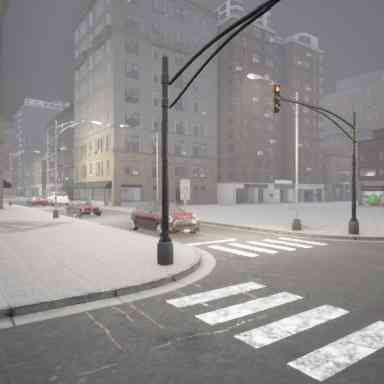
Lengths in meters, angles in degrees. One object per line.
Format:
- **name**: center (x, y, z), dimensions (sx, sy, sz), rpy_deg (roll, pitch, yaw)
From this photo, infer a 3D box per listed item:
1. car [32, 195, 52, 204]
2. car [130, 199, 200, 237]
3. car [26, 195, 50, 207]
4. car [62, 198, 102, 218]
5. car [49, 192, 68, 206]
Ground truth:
- **car**: center (-25.515, 1.270, 56.491), dimensions (2.033, 1.411, 5.357), rpy_deg (0, 0, -35)
- **car**: center (-1.548, 1.280, 17.880), dimensions (2.097, 1.767, 4.553), rpy_deg (0, 0, -36)
- **car**: center (-21.525, 1.370, 45.981), dimensions (1.895, 1.301, 4.718), rpy_deg (0, 0, -35)
- **car**: center (-9.417, 1.465, 28.876), dimensions (1.895, 1.301, 4.718), rpy_deg (0, 0, -36)
- **car**: center (-19.536, 0.989, 48.131), dimensions (2.150, 2.045, 5.566), rpy_deg (0, 0, -36)
